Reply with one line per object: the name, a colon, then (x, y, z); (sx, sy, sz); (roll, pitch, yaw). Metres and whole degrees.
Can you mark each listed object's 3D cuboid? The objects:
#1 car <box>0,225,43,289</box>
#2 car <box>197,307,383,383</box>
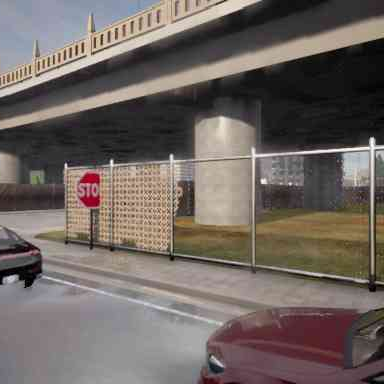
car: (-5.523, 1.492, 7.926); (4.902, 1.511, 2.128); (0, 0, 35)
car: (2.228, 1.526, 2.399); (4.674, 1.442, 1.812); (0, 0, 35)
